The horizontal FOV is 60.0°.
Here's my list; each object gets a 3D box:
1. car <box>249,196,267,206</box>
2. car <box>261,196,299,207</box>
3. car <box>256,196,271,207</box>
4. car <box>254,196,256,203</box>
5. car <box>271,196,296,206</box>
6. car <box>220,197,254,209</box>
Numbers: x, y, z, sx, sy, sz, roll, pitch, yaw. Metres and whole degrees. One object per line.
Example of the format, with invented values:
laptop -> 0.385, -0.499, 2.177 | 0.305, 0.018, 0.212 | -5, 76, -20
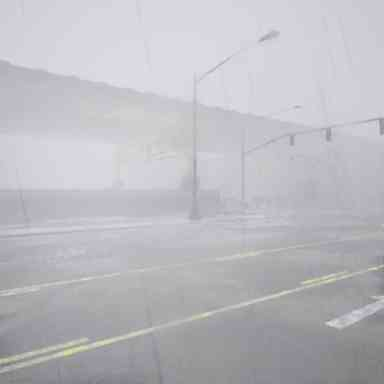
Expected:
car -> 9.000, 1.219, 44.931 | 1.853, 1.218, 4.536 | 0, 0, 18
car -> 12.895, 1.364, 48.640 | 4.974, 1.542, 2.038 | 0, 0, -7
car -> 8.984, 1.376, 44.881 | 2.038, 1.542, 4.974 | 0, 0, 18
car -> 5.238, 1.387, 42.197 | 4.974, 1.542, 2.038 | 0, 0, 8
car -> 12.844, 1.207, 48.633 | 4.536, 1.218, 1.853 | 0, 0, -7
car -> 5.187, 1.229, 42.204 | 4.536, 1.218, 1.853 | 0, 0, 8
